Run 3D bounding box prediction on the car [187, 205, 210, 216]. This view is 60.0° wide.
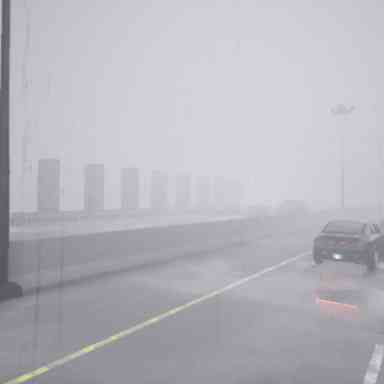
[{"bbox_3d":[1.412,2.282,41.219,1.895,1.301,4.718,0,-1,37],"label":"car"}]

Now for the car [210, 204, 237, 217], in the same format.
[{"bbox_3d":[4.542,2.170,39.644,1.837,1.490,4.892,0,0,38],"label":"car"}]

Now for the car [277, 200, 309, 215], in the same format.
[{"bbox_3d":[11.127,1.871,36.748,2.150,2.045,5.566,0,-1,38],"label":"car"}]

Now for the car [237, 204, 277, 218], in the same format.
[{"bbox_3d":[7.389,2.149,37.607,1.837,1.490,4.892,0,0,38],"label":"car"}]

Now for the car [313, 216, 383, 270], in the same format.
[{"bbox_3d":[5.887,1.731,12.066,1.837,1.490,4.892,0,-1,37],"label":"car"}]
